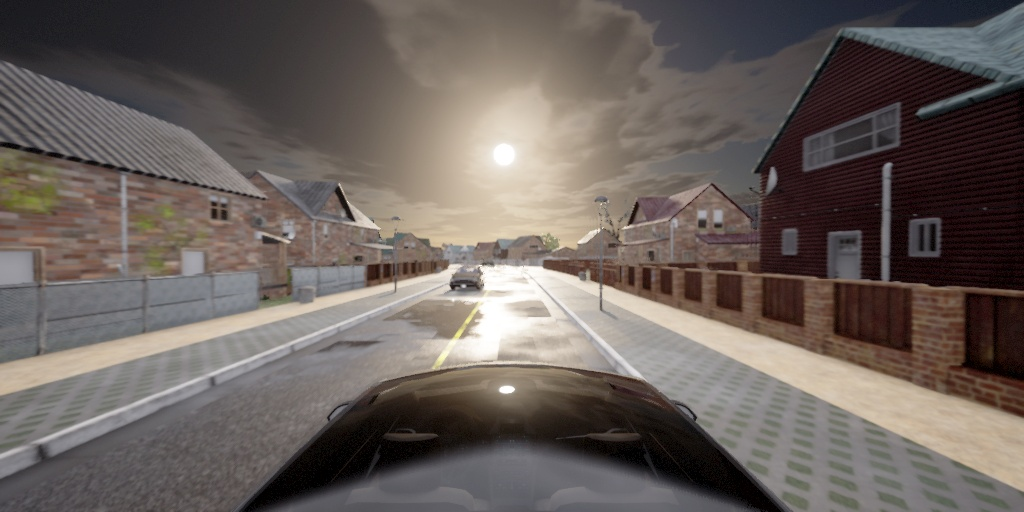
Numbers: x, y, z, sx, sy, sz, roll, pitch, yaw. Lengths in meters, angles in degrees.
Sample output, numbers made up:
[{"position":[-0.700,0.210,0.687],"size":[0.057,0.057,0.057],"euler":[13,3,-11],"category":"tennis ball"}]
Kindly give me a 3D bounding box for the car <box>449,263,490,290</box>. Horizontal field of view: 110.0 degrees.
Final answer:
[{"position":[-2.758,1.352,23.168],"size":[2.033,1.411,5.357],"euler":[0,0,0],"category":"car"}]
